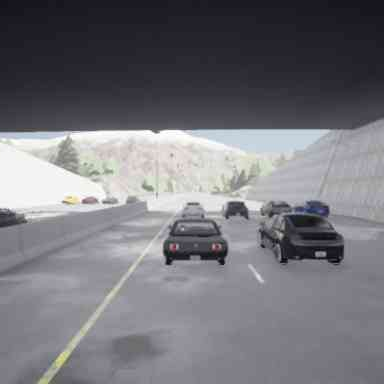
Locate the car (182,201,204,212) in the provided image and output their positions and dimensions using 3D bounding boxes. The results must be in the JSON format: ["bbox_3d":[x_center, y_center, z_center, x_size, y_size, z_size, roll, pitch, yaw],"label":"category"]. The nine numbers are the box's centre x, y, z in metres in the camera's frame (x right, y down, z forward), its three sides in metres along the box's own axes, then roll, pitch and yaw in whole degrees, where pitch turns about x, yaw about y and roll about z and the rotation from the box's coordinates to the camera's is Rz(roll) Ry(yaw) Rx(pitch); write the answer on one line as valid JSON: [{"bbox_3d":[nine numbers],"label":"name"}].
[{"bbox_3d":[0.107,1.487,29.331,1.812,1.442,4.674,0,0,0],"label":"car"}]

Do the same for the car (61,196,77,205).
[{"bbox_3d":[-20.983,1.402,57.509,1.882,1.535,5.008,0,0,1],"label":"car"}]

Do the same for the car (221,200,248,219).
[{"bbox_3d":[3.619,1.468,28.399,1.837,1.490,4.892,0,0,0],"label":"car"}]

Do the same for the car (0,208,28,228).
[{"bbox_3d":[-10.594,1.524,17.234,2.033,1.411,5.357,0,0,0],"label":"car"}]

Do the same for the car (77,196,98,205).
[{"bbox_3d":[-17.487,1.402,57.100,1.882,1.535,5.008,0,0,1],"label":"car"}]

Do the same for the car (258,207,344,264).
[{"bbox_3d":[3.602,1.490,11.722,1.837,1.490,4.892,0,0,0],"label":"car"}]

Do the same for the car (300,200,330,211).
[{"bbox_3d":[10.621,1.439,29.889,1.882,1.535,5.008,0,0,0],"label":"car"}]

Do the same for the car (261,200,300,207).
[{"bbox_3d":[7.118,1.455,28.321,2.128,1.511,4.902,0,0,0],"label":"car"}]

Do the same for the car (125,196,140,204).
[{"bbox_3d":[-10.483,1.430,58.921,1.837,1.490,4.892,0,0,1],"label":"car"}]

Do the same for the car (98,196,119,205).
[{"bbox_3d":[-13.981,1.472,57.129,2.033,1.411,5.357,0,0,1],"label":"car"}]

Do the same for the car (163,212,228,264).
[{"bbox_3d":[0.103,1.585,11.690,1.895,1.301,4.718,0,0,0],"label":"car"}]
